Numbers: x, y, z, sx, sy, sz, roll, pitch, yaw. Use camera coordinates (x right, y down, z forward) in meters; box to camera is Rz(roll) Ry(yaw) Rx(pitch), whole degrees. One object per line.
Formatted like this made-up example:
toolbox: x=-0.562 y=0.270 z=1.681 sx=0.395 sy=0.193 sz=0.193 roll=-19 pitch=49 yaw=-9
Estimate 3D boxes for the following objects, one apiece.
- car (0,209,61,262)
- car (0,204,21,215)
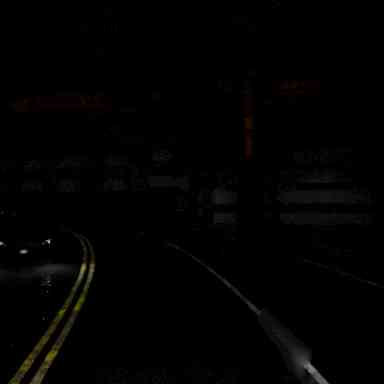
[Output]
car: x=-6.068 y=1.602 z=12.689 sx=1.812 sy=1.442 sz=4.674 roll=0 pitch=0 yaw=-19
car: x=-16.719 y=1.820 z=29.790 sx=4.902 sy=1.511 sz=2.128 roll=-2 pitch=-3 yaw=44
